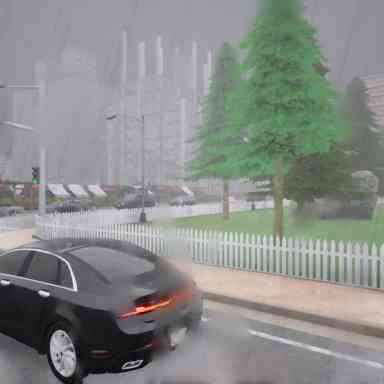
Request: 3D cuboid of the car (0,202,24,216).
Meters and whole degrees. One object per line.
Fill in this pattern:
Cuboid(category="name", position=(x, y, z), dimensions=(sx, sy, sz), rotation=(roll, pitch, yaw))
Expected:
Cuboid(category="car", position=(-17.970, 1.601, 30.006), dimensions=(1.895, 1.301, 4.718), rotation=(0, 0, 36))

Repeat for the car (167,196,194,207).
Cuboid(category="car", position=(-1.834, 1.505, 53.865), dimensions=(1.837, 1.490, 4.892), rotation=(0, 0, 34))

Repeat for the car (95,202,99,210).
Cuboid(category="car", position=(-12.835, 1.478, 37.538), dimensions=(1.882, 1.535, 5.008), rotation=(0, 0, 34))

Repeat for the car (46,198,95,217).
Cuboid(category="car", position=(-12.276, 1.491, 32.092), dimensions=(2.128, 1.511, 4.902), rotation=(0, 0, 34))

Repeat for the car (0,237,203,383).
Cuboid(category="car", position=(-2.121, 1.505, 5.440), dimensions=(4.892, 1.490, 1.837), rotation=(0, 0, 36))

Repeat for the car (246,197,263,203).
Cuboid(category="car", position=(11.889, 1.221, 61.459), dimensions=(2.150, 2.045, 5.566), rotation=(0, 0, 34))

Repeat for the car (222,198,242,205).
Cuboid(category="car", position=(6.403, 1.526, 53.270), dimensions=(1.812, 1.442, 4.674), rotation=(0, 0, 34))

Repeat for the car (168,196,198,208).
Cuboid(category="car", position=(-1.101, 1.352, 48.703), dimensions=(2.097, 1.767, 4.553), rotation=(0, 0, 34))

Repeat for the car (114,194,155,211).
Cuboid(category="car", position=(-6.804, 1.221, 40.240), dimensions=(2.150, 2.045, 5.566), rotation=(0, 0, 34))

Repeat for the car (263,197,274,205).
Cuboid(category="car", position=(14.987, 1.564, 59.794), dimensions=(1.994, 1.385, 4.181), rotation=(0, 0, 34))
